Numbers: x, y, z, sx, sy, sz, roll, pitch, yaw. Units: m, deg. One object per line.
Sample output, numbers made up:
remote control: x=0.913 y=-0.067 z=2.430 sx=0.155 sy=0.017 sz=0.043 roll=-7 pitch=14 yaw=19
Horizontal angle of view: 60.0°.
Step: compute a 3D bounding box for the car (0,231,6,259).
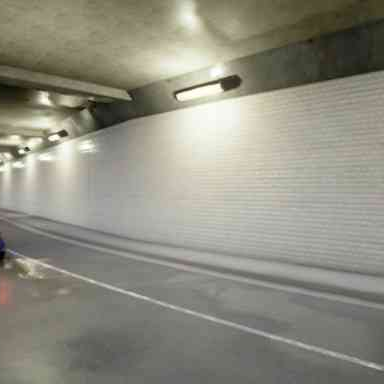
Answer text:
car: x=-7.732 y=1.455 z=11.140 sx=4.674 sy=1.442 sz=1.812 roll=1 pitch=0 yaw=45
